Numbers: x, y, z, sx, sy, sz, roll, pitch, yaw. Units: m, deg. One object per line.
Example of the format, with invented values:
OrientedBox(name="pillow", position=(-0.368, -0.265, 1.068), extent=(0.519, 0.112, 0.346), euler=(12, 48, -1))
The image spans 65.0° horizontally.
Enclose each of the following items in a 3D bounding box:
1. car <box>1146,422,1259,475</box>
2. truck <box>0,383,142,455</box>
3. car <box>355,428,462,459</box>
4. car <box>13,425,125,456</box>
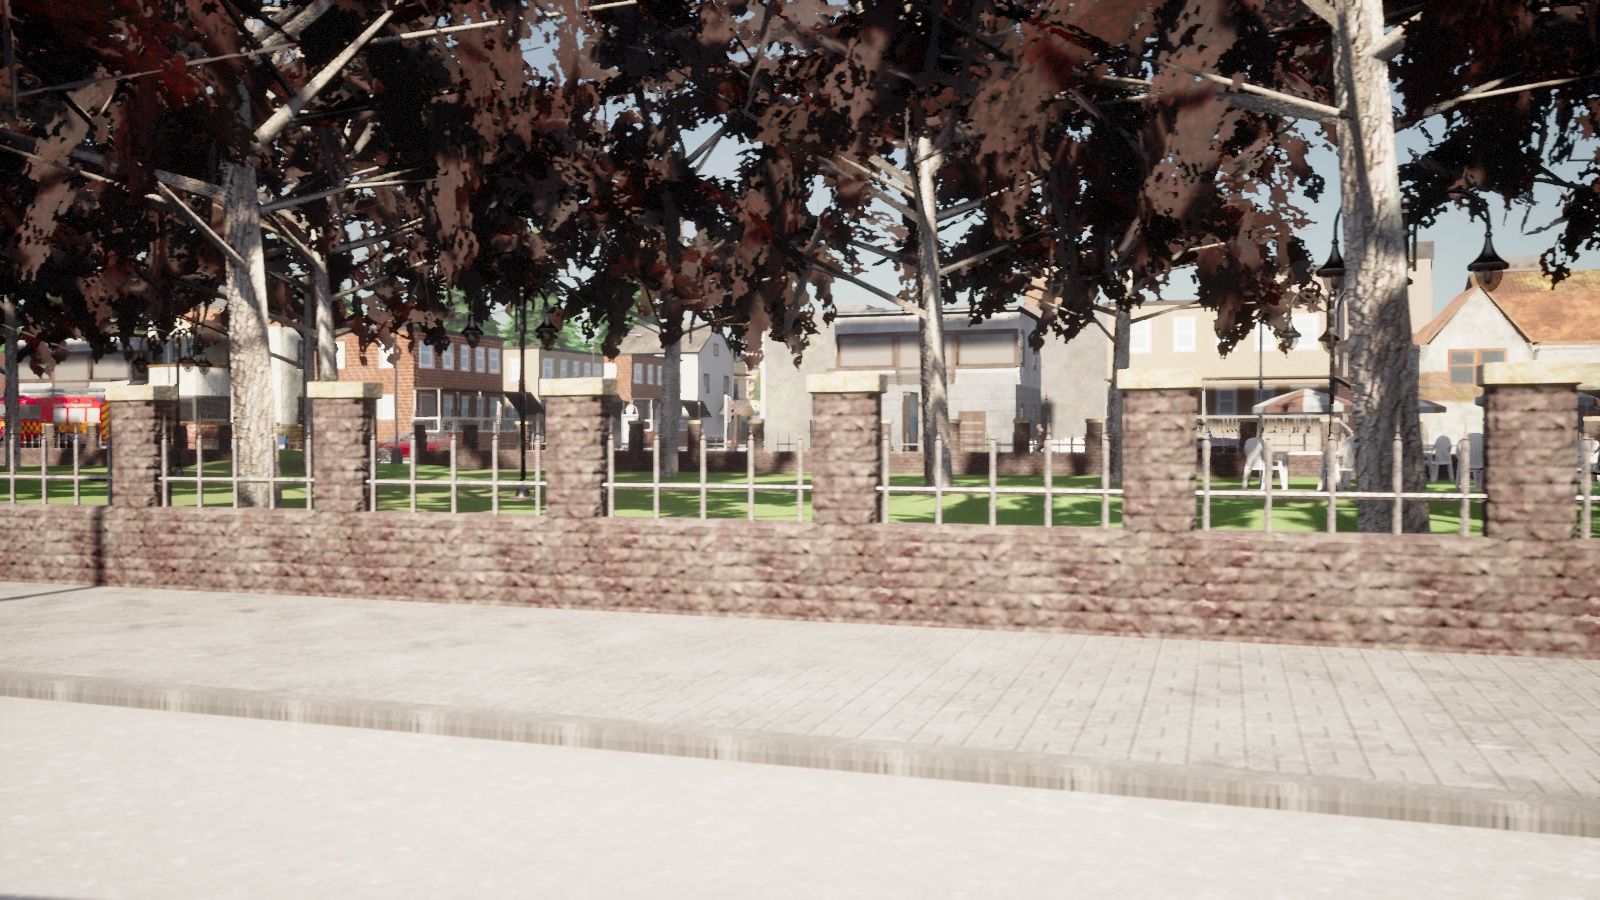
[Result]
OrientedBox(name="car", position=(14.876, -0.068, 46.462), extent=(3.866, 1.878, 1.905), euler=(1, 1, 19))
OrientedBox(name="truck", position=(-40.922, -1.727, 69.529), extent=(8.468, 3.827, 2.891), euler=(1, 1, 19))
OrientedBox(name="car", position=(-19.887, -0.348, 63.836), extent=(4.792, 1.488, 2.163), euler=(0, 1, -34))
OrientedBox(name="car", position=(-37.206, -0.491, 63.978), extent=(4.902, 1.511, 2.128), euler=(1, 1, 16))
